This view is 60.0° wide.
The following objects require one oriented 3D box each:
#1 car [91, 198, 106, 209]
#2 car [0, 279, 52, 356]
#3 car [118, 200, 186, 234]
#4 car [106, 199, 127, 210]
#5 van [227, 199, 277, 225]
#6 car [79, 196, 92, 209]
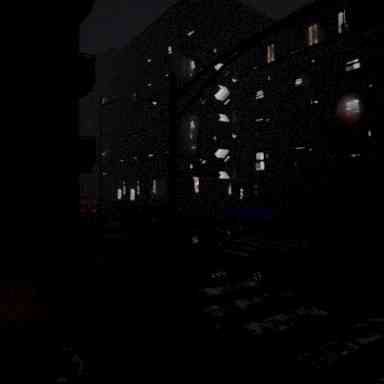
[{"bbox_3d":[-12.269,1.601,47.413,1.887,1.381,4.507,0,0,-36],"label":"car"},{"bbox_3d":[-4.168,1.514,3.593,4.829,1.417,1.752,1,-1,-36],"label":"car"},{"bbox_3d":[-2.451,1.514,19.591,1.967,1.590,4.097,0,0,-36],"label":"car"},{"bbox_3d":[-8.946,1.601,42.829,1.887,1.381,4.507,0,0,-36],"label":"car"},{"bbox_3d":[4.346,1.419,24.495,1.690,1.788,3.998,0,0,-36],"label":"van"},{"bbox_3d":[-15.225,1.407,46.990,2.097,1.767,4.553,0,0,-35],"label":"car"}]
